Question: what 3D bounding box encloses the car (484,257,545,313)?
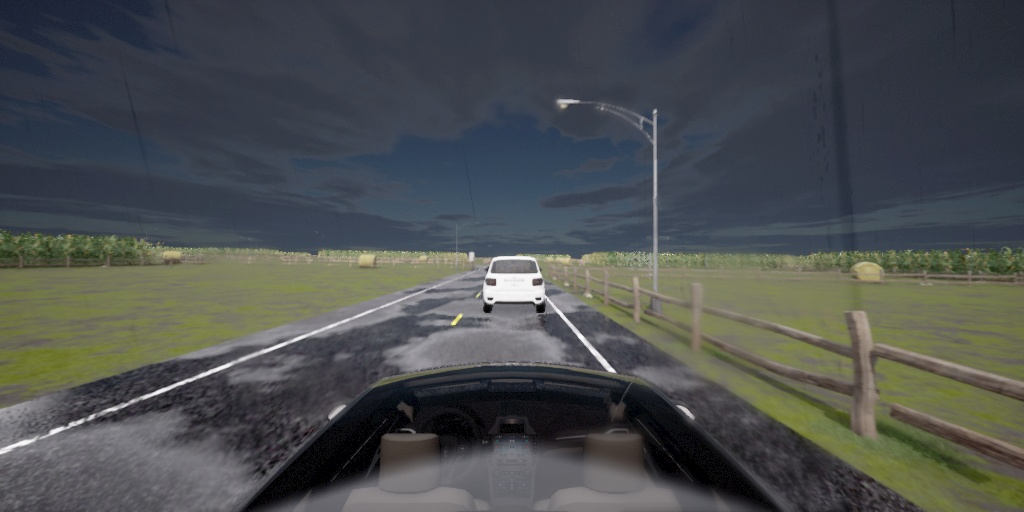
[{"bbox_3d":[0.073,1.043,14.564,2.150,2.045,5.566,0,0,0],"label":"car"}]
